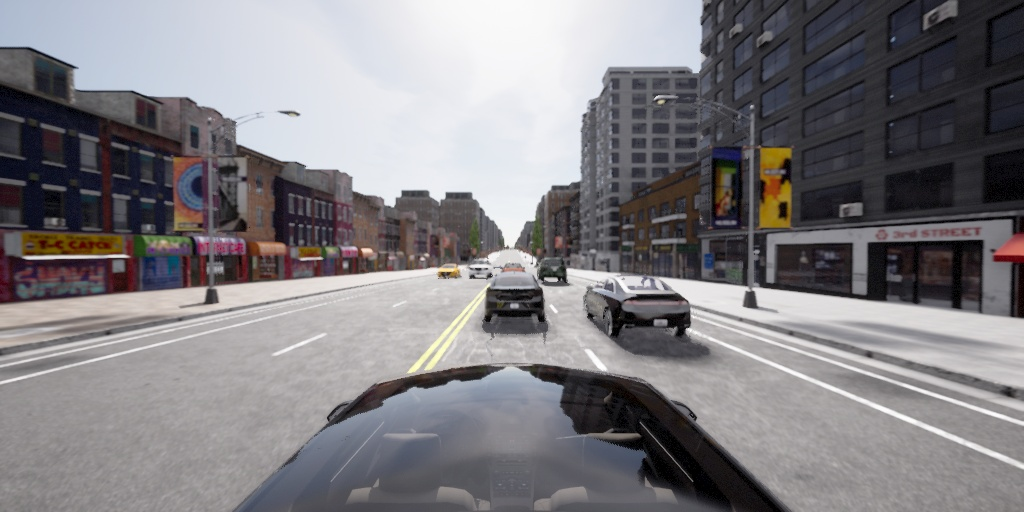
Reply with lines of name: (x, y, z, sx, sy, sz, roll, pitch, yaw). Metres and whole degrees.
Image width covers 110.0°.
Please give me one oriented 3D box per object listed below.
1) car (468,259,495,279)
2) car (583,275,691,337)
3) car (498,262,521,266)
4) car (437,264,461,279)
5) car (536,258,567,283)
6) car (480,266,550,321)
car: (-3.345, 1.335, 38.531, 2.150, 2.045, 5.566, 0, -1, 0)
car: (3.339, 1.289, 10.422, 2.128, 1.511, 4.902, 0, 0, 1)
car: (0.092, 1.348, 31.425, 2.097, 1.767, 4.553, 0, -1, 0)
car: (-6.596, 1.582, 38.032, 1.882, 1.535, 5.008, 0, -1, 0)
car: (3.345, 1.208, 30.784, 2.150, 2.045, 5.566, 0, -1, 0)
car: (0.087, 1.289, 12.834, 1.882, 1.535, 5.008, 0, 0, 0)
